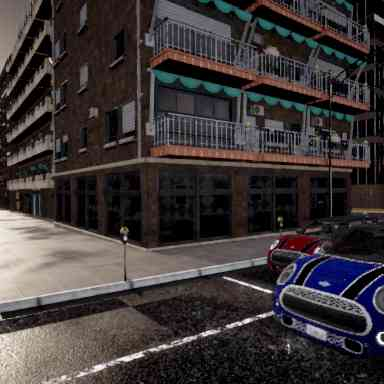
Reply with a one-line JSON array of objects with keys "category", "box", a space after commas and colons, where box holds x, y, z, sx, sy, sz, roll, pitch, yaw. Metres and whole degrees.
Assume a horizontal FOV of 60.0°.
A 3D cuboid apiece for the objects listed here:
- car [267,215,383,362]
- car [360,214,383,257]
[{"category": "car", "box": [3.549, 1.351, 5.913, 4.553, 1.767, 2.097, 0, 0, -35]}, {"category": "car", "box": [8.500, 1.542, 12.666, 4.507, 1.381, 1.887, 0, -1, -36]}]
